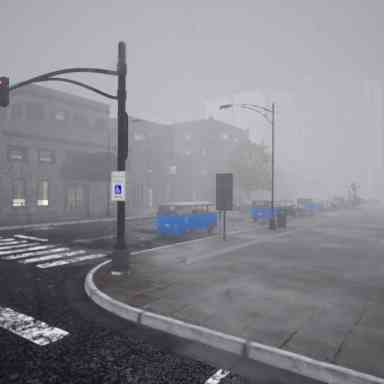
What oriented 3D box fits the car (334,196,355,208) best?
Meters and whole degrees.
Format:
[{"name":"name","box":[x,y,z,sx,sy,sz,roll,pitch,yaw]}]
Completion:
[{"name":"car","box":[22.095,1.497,49.300,2.192,1.841,5.009,0,0,35]}]

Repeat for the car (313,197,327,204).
[{"name":"car","box":[27.853,1.728,72.062,1.752,1.417,4.829,0,0,35]}]

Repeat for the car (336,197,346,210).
[{"name":"car","box":[18.917,1.729,44.781,1.947,1.339,4.313,0,0,35]}]

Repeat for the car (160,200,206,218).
[{"name":"car","box":[-0.728,1.558,31.408,1.752,1.417,4.829,0,0,35]}]

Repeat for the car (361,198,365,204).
[{"name":"car","box":[28.543,1.747,58.473,1.752,1.417,4.829,0,0,35]}]

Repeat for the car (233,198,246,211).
[{"name":"car","box":[5.722,1.506,40.583,1.967,1.590,4.097,0,0,35]}]

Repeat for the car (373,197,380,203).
[{"name":"car","box":[44.324,1.899,80.919,1.947,1.339,4.313,0,0,35]}]

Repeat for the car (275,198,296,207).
[{"name":"car","box":[15.248,1.665,54.133,1.887,1.381,4.507,0,0,35]}]

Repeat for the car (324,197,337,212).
[{"name":"car","box":[15.840,1.671,40.404,1.752,1.417,4.829,0,0,35]}]

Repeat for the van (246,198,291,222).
[{"name":"van","box":[6.216,1.436,26.713,1.690,1.788,3.998,0,0,35]}]

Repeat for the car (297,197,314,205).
[{"name":"car","box":[21.600,1.705,63.167,1.887,1.381,4.507,0,0,35]}]

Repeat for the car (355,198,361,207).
[{"name":"car","box":[25.271,1.516,53.817,2.192,1.841,5.009,0,0,35]}]

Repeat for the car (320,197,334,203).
[{"name":"car","box":[31.126,1.791,76.719,1.947,1.339,4.313,0,0,35]}]

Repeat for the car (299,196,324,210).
[{"name":"car","box":[16.511,1.494,45.857,2.097,1.767,4.553,1,0,35]}]

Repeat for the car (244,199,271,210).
[{"name":"car","box":[8.897,1.628,45.100,1.887,1.381,4.507,0,0,35]}]

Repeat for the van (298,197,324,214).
[{"name":"van","box":[12.567,1.468,35.747,1.690,1.788,3.998,0,0,35]}]

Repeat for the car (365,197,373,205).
[{"name":"car","box":[34.796,1.809,67.368,1.887,1.381,4.507,0,0,35]}]

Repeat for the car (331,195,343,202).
[{"name":"car","box":[37.478,1.711,85.753,1.967,1.590,4.097,0,0,35]}]

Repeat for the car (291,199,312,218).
[{"name":"car","box":[9.390,1.655,31.230,1.887,1.381,4.507,0,0,35]}]

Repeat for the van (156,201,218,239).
[{"name":"van","box":[-0.136,1.406,17.679,1.690,1.788,3.998,0,0,35]}]
